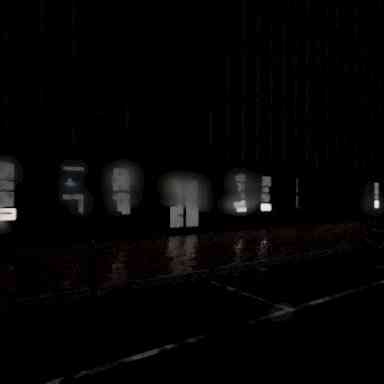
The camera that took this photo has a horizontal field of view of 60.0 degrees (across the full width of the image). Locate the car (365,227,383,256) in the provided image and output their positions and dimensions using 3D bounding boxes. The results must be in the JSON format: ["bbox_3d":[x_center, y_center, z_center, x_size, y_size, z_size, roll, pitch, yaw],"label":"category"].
[{"bbox_3d":[8.173,1.670,12.393,4.403,1.369,2.008,1,0,-36],"label":"car"}]
